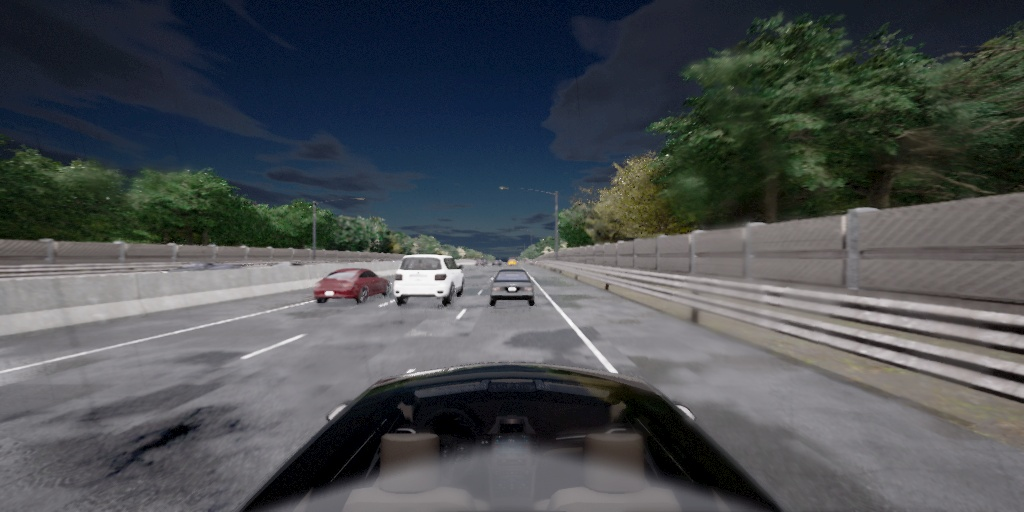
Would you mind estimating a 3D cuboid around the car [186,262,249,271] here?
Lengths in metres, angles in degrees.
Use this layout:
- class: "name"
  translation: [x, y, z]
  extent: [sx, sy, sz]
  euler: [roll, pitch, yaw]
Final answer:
- class: "car"
  translation: [-21.049, 1.291, 26.530]
  extent: [1.994, 1.385, 4.181]
  euler: [0, 0, 0]

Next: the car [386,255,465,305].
- class: "car"
  translation: [-3.493, 0.969, 16.034]
  extent: [2.150, 2.045, 5.566]
  euler: [0, 0, 0]

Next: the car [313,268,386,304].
- class: "car"
  translation: [-6.993, 1.268, 16.039]
  extent: [1.812, 1.442, 4.674]
  euler: [0, 0, 0]

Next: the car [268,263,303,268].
- class: "car"
  translation: [-17.540, 1.254, 27.754]
  extent: [1.812, 1.442, 4.674]
  euler: [0, 0, 1]

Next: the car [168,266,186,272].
- class: "car"
  translation: [-24.531, 1.215, 28.484]
  extent: [2.128, 1.511, 4.902]
  euler: [0, 0, 1]

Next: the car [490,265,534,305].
- class: "car"
  translation: [0.007, 1.295, 16.038]
  extent: [2.033, 1.411, 5.357]
  euler: [0, 0, 0]
